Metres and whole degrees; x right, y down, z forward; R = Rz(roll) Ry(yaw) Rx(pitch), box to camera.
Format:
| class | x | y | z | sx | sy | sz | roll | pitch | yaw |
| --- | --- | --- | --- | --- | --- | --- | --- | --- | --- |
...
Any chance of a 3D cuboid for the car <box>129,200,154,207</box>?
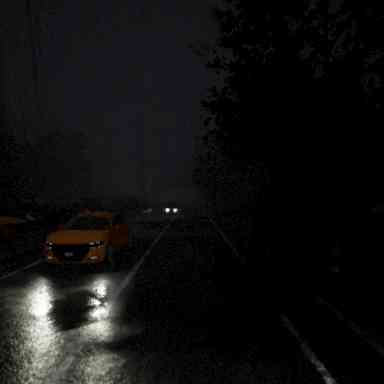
| class | x | y | z | sx | sy | sz | roll | pitch | yaw |
| --- | --- | --- | --- | --- | --- | --- | --- | --- | --- |
| car | -10.313 | 2.380 | 68.196 | 4.892 | 1.521 | 2.231 | 0 | -2 | 0 |

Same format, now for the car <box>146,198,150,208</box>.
| class | x | y | z | sx | sy | sz | roll | pitch | yaw |
| --- | --- | --- | --- | --- | --- | --- | --- | --- | --- |
| car | -10.318 | 2.072 | 57.095 | 5.008 | 1.535 | 2.097 | 0 | -2 | 0 |

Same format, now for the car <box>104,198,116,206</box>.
| class | x | y | z | sx | sy | sz | roll | pitch | yaw |
| --- | --- | --- | --- | --- | --- | --- | --- | --- | --- |
| car | -10.336 | 1.633 | 32.134 | 5.008 | 1.535 | 2.097 | 0 | -1 | 0 |

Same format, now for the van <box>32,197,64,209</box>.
| class | x | y | z | sx | sy | sz | roll | pitch | yaw |
| --- | --- | --- | --- | --- | --- | --- | --- | --- | --- |
| van | -23.520 | 1.770 | 54.344 | 4.442 | 1.987 | 1.878 | 0 | -2 | 0 |

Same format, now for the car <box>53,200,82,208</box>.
| class | x | y | z | sx | sy | sz | roll | pitch | yaw |
| --- | --- | --- | --- | --- | --- | --- | --- | --- | --- |
| car | -23.399 | 2.269 | 62.770 | 4.674 | 1.452 | 2.002 | 0 | -2 | 0 |

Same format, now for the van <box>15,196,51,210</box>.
| class | x | y | z | sx | sy | sz | roll | pitch | yaw |
| --- | --- | --- | --- | --- | --- | --- | --- | --- | --- |
| van | -23.289 | 1.616 | 48.798 | 4.442 | 1.987 | 1.878 | 0 | -1 | 0 |

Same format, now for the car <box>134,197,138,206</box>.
| class | x | y | z | sx | sy | sz | roll | pitch | yaw |
| --- | --- | --- | --- | --- | --- | --- | --- | --- | --- |
| car | -10.356 | 1.824 | 46.020 | 4.792 | 1.488 | 2.163 | 0 | -1 | 0 |

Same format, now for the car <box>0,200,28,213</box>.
| class | x | y | z | sx | sy | sz | roll | pitch | yaw |
| --- | --- | --- | --- | --- | --- | --- | --- | --- | --- |
| car | -23.223 | 1.729 | 40.636 | 5.366 | 1.575 | 1.946 | 0 | -1 | 0 |

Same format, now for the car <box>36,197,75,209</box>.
| class | x | y | z | sx | sy | sz | roll | pitch | yaw |
| --- | --- | --- | --- | --- | --- | --- | --- | --- | --- |
| car | -23.375 | 1.821 | 57.114 | 5.566 | 2.045 | 2.435 | 0 | -2 | 0 |

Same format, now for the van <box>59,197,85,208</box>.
| class | x | y | z | sx | sy | sz | roll | pitch | yaw |
| --- | --- | --- | --- | --- | --- | --- | --- | --- | --- |
| van | -23.517 | 2.077 | 65.420 | 4.442 | 1.987 | 1.878 | 0 | -2 | 0 |

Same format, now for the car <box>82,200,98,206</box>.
| class | x | y | z | sx | sy | sz | roll | pitch | yaw |
| --- | --- | --- | --- | --- | --- | --- | --- | --- | --- |
| car | -10.335 | 1.608 | 26.581 | 4.674 | 1.452 | 2.002 | 0 | -1 | 0 |

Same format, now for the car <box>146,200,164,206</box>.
| class | x | y | z | sx | sy | sz | roll | pitch | yaw |
| --- | --- | --- | --- | --- | --- | --- | --- | --- | --- |
| car | -10.306 | 3.081 | 93.172 | 4.892 | 1.521 | 2.231 | 0 | -2 | 0 |

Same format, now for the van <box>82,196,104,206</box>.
| class | x | y | z | sx | sy | sz | roll | pitch | yaw |
| --- | --- | --- | --- | --- | --- | --- | --- | --- | --- |
| van | -10.448 | 1.375 | 29.360 | 4.442 | 1.987 | 1.878 | 0 | -1 | 0 |

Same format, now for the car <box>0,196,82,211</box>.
| class | x | y | z | sx | sy | sz | roll | pitch | yaw |
| --- | --- | --- | --- | --- | --- | --- | --- | --- | --- |
| car | -10.306 | 1.253 | 21.033 | 5.566 | 2.045 | 2.435 | 0 | -1 | 0 |

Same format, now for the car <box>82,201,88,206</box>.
| class | x | y | z | sx | sy | sz | roll | pitch | yaw |
| --- | --- | --- | --- | --- | --- | --- | --- | --- | --- |
| car | -10.363 | 1.566 | 23.806 | 4.792 | 1.488 | 2.163 | 0 | -1 | 0 |

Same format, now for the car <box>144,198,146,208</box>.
| class | x | y | z | sx | sy | sz | roll | pitch | yaw |
| --- | --- | --- | --- | --- | --- | --- | --- | --- | --- |
| car | -10.327 | 2.035 | 54.319 | 4.674 | 1.452 | 2.002 | 0 | -2 | 0 |

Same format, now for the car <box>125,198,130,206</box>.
| class | x | y | z | sx | sy | sz | roll | pitch | yaw |
| --- | --- | --- | --- | --- | --- | --- | --- | --- | --- |
| car | -10.331 | 1.770 | 40.462 | 4.674 | 1.452 | 2.002 | 0 | -1 | 0 |

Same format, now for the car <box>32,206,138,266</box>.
| class | x | y | z | sx | sy | sz | roll | pitch | yaw |
| --- | --- | --- | --- | --- | --- | --- | --- | --- | --- |
| car | -3.363 | 1.448 | 11.615 | 1.882 | 1.535 | 5.008 | 0 | 0 | 0 |

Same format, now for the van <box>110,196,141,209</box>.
| class | x | y | z | sx | sy | sz | roll | pitch | yaw |
| --- | --- | --- | --- | --- | --- | --- | --- | --- | --- |
| van | -10.208 | 1.692 | 51.551 | 4.442 | 1.987 | 1.878 | 0 | -2 | 0 |

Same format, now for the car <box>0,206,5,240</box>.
| class | x | y | z | sx | sy | sz | roll | pitch | yaw |
| --- | --- | --- | --- | --- | --- | --- | --- | --- | --- |
| car | -10.342 | 1.434 | 12.710 | 4.892 | 1.521 | 2.231 | 0 | 0 | 0 |

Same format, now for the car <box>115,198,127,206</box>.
| class | x | y | z | sx | sy | sz | roll | pitch | yaw |
| --- | --- | --- | --- | --- | --- | --- | --- | --- | --- |
| car | -10.299 | 1.727 | 37.684 | 4.792 | 1.488 | 2.163 | 0 | -1 | 0 |

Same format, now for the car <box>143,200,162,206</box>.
| class | x | y | z | sx | sy | sz | roll | pitch | yaw |
| --- | --- | --- | --- | --- | --- | --- | --- | --- | --- |
| car | -10.343 | 2.947 | 87.621 | 4.792 | 1.488 | 2.163 | 0 | -2 | 0 |

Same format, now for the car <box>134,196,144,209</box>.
| class | x | y | z | sx | sy | sz | roll | pitch | yaw |
| --- | --- | --- | --- | --- | --- | --- | --- | --- | --- |
| car | -10.354 | 1.590 | 48.777 | 5.566 | 2.045 | 2.435 | 0 | -2 | 0 |

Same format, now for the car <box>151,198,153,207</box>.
| class | x | y | z | sx | sy | sz | roll | pitch | yaw |
| --- | --- | --- | --- | --- | --- | --- | --- | --- | --- |
| car | -10.290 | 2.100 | 62.649 | 4.553 | 1.767 | 2.185 | 0 | -2 | 0 |

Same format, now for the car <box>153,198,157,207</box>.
| class | x | y | z | sx | sy | sz | roll | pitch | yaw |
| --- | --- | --- | --- | --- | --- | --- | --- | --- | --- |
| car | -10.135 | 2.299 | 65.421 | 5.366 | 1.575 | 1.946 | 0 | -2 | 0 |

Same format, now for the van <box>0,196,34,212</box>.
| class | x | y | z | sx | sy | sz | roll | pitch | yaw |
| --- | --- | --- | --- | --- | --- | --- | --- | --- | --- |
| van | -23.290 | 1.538 | 43.407 | 4.442 | 1.987 | 1.878 | 0 | -1 | 0 |

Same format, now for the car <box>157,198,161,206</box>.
| class | x | y | z | sx | sy | sz | roll | pitch | yaw |
| --- | --- | --- | --- | --- | --- | --- | --- | --- | --- |
| car | -10.132 | 2.530 | 73.746 | 5.366 | 1.575 | 1.946 | 0 | -2 | 0 |

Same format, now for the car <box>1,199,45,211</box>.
| class | x | y | z | sx | sy | sz | roll | pitch | yaw |
| --- | --- | --- | --- | --- | --- | --- | --- | --- | --- |
| car | -23.411 | 1.796 | 46.174 | 5.008 | 1.535 | 2.097 | 0 | -1 | 0 |

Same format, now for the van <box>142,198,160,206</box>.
| class | x | y | z | sx | sy | sz | roll | pitch | yaw |
| --- | --- | --- | --- | --- | --- | --- | --- | --- | --- |
| van | -10.431 | 2.615 | 84.853 | 4.442 | 1.987 | 1.878 | 0 | -2 | 0 |

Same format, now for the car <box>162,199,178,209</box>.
| class | x | y | z | sx | sy | sz | roll | pitch | yaw |
| --- | --- | --- | --- | --- | --- | --- | --- | --- | --- |
| car | -3.331 | 2.109 | 54.938 | 1.994 | 1.385 | 4.181 | 0 | -1 | 0 |

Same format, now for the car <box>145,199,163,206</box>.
| class | x | y | z | sx | sy | sz | roll | pitch | yaw |
| --- | --- | --- | --- | --- | --- | --- | --- | --- | --- |
| car | -10.344 | 2.871 | 90.398 | 4.553 | 1.767 | 2.185 | 0 | -2 | 0 |

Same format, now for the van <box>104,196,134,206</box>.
| class | x | y | z | sx | sy | sz | roll | pitch | yaw |
| --- | --- | --- | --- | --- | --- | --- | --- | --- | --- |
| van | -10.211 | 1.536 | 43.241 | 4.442 | 1.987 | 1.878 | 0 | -1 | 0 |

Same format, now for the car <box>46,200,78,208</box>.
| class | x | y | z | sx | sy | sz | roll | pitch | yaw |
| --- | --- | --- | --- | --- | --- | --- | --- | --- | --- |
| car | -23.396 | 2.152 | 60.001 | 5.008 | 1.535 | 2.097 | 0 | -2 | 0 |

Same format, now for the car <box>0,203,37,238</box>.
| class | x | y | z | sx | sy | sz | roll | pitch | yaw |
| --- | --- | --- | --- | --- | --- | --- | --- | --- | --- |
| car | -10.342 | 1.449 | 15.482 | 5.008 | 1.535 | 2.097 | 0 | -1 | 0 |

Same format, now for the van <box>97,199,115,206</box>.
| class | x | y | z | sx | sy | sz | roll | pitch | yaw |
| --- | --- | --- | --- | --- | --- | --- | --- | --- | --- |
| van | -23.284 | 2.774 | 90.483 | 4.442 | 1.987 | 1.878 | 0 | -2 | 0 |

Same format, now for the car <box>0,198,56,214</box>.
| class | x | y | z | sx | sy | sz | roll | pitch | yaw |
| --- | --- | --- | --- | --- | --- | --- | --- | --- | --- |
| car | -10.366 | 1.349 | 18.260 | 4.553 | 1.767 | 2.185 | 0 | -1 | 0 |

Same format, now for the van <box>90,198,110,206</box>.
| class | x | y | z | sx | sy | sz | roll | pitch | yaw |
| --- | --- | --- | --- | --- | --- | --- | --- | --- | --- |
| van | -23.511 | 2.617 | 84.930 | 4.442 | 1.987 | 1.878 | 0 | -2 | 0 |

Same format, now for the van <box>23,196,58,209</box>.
| class | x | y | z | sx | sy | sz | roll | pitch | yaw |
| --- | --- | --- | --- | --- | --- | --- | --- | --- | --- |
| van | -23.521 | 1.696 | 51.700 | 4.442 | 1.987 | 1.878 | 0 | -2 | 0 |
